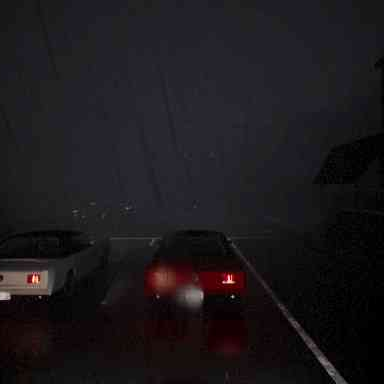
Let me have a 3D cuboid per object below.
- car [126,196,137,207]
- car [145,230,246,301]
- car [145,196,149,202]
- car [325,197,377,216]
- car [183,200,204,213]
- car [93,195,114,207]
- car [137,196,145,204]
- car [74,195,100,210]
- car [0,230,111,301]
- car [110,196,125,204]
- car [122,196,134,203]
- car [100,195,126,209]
[{"bbox_3d":[-10.615,1.352,52.671,2.097,1.767,4.553,0,0,0],"label":"car"},{"bbox_3d":[0.074,1.601,8.280,1.895,1.301,4.718,0,0,0],"label":"car"},{"bbox_3d":[-10.534,1.536,72.994,2.033,1.411,5.357,0,0,0],"label":"car"},{"bbox_3d":[13.582,1.201,28.461,4.181,1.385,1.994,-13,0,-1],"label":"car"},{"bbox_3d":[0.155,1.573,36.708,1.994,1.385,4.181,0,0,-5],"label":"car"},{"bbox_3d":[-14.111,1.352,53.221,2.097,1.767,4.553,0,0,1],"label":"car"},{"bbox_3d":[-10.577,1.564,62.601,1.994,1.385,4.181,0,0,1],"label":"car"},{"bbox_3d":[-14.119,1.492,44.168,2.128,1.511,4.902,0,0,0],"label":"car"},{"bbox_3d":[-3.427,1.601,8.261,1.895,1.301,4.718,0,0,0],"label":"car"},{"bbox_3d":[-14.080,1.564,63.103,1.994,1.385,4.181,0,0,0],"label":"car"},{"bbox_3d":[-14.034,1.519,73.025,1.812,1.442,4.674,0,0,0],"label":"car"},{"bbox_3d":[-10.616,1.526,44.947,1.812,1.442,4.674,0,0,0],"label":"car"}]
